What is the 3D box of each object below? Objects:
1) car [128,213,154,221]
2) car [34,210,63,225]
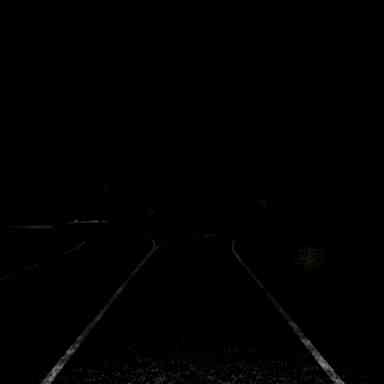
[{"bbox_3d":[-9.410,4.659,61.616,4.902,1.511,2.128,2,-4,-21],"label":"car"},{"bbox_3d":[-19.561,3.520,45.728,2.150,2.045,5.566,0,-4,-1],"label":"car"}]
